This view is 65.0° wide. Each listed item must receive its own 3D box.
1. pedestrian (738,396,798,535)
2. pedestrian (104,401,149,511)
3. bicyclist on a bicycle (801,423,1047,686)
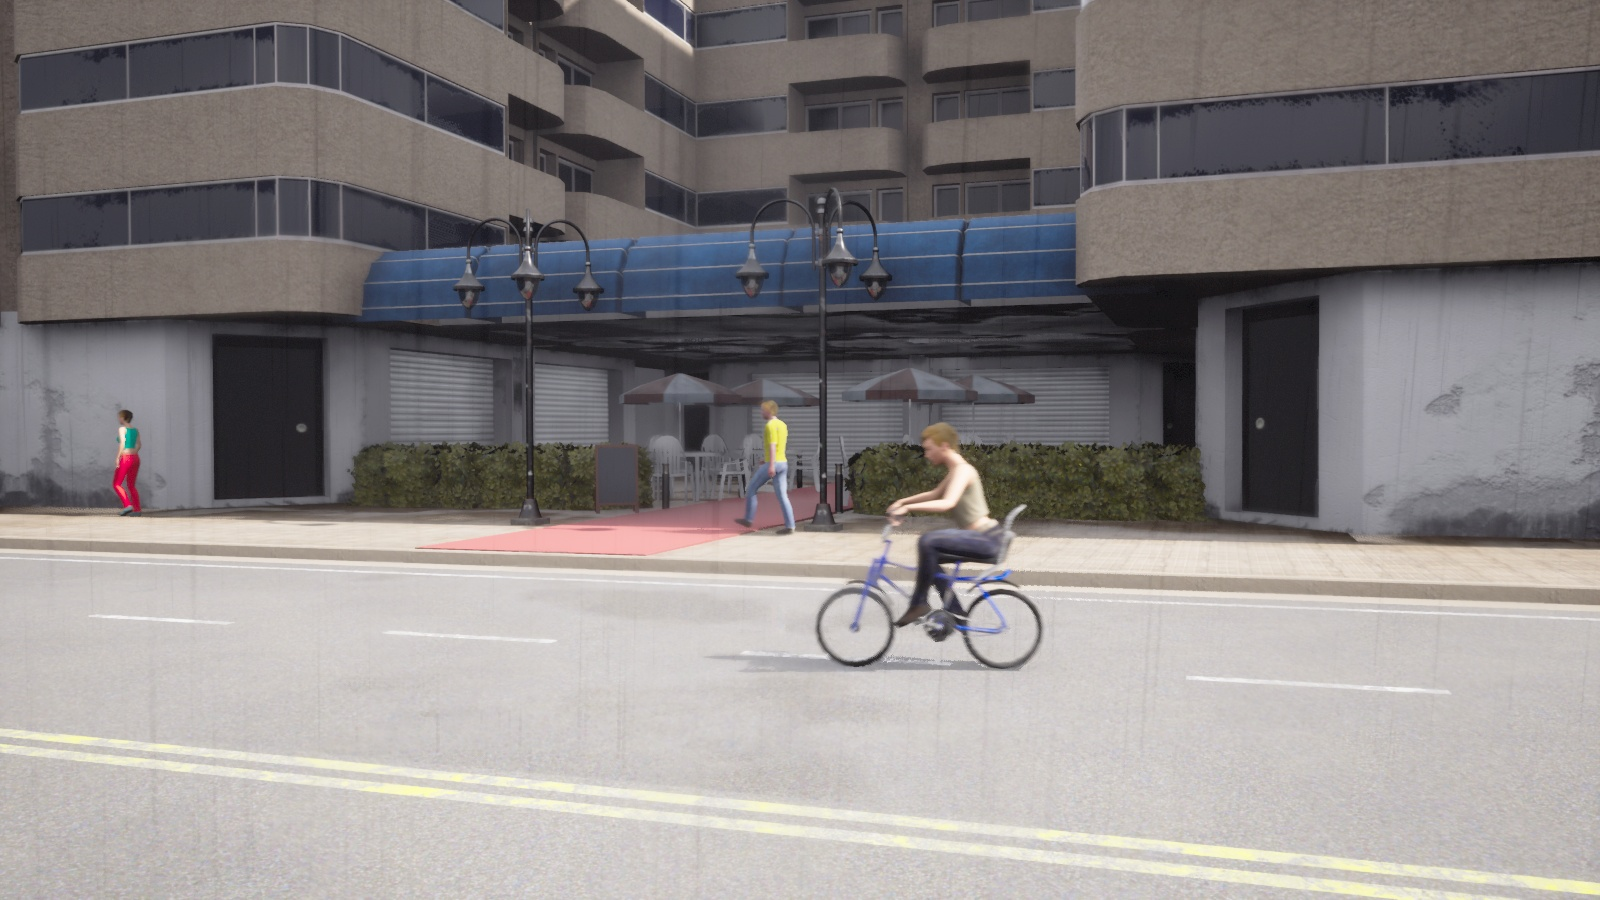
[{"bbox_3d":[-0.429,0.195,16.881,0.706,1.836,0.354,1,1,26],"label":"pedestrian"},{"bbox_3d":[-11.375,0.103,21.216,0.594,1.836,0.345,1,1,18],"label":"pedestrian"},{"bbox_3d":[0.797,0.635,8.214,1.509,1.612,0.866,0,1,5],"label":"bicyclist on a bicycle"}]
